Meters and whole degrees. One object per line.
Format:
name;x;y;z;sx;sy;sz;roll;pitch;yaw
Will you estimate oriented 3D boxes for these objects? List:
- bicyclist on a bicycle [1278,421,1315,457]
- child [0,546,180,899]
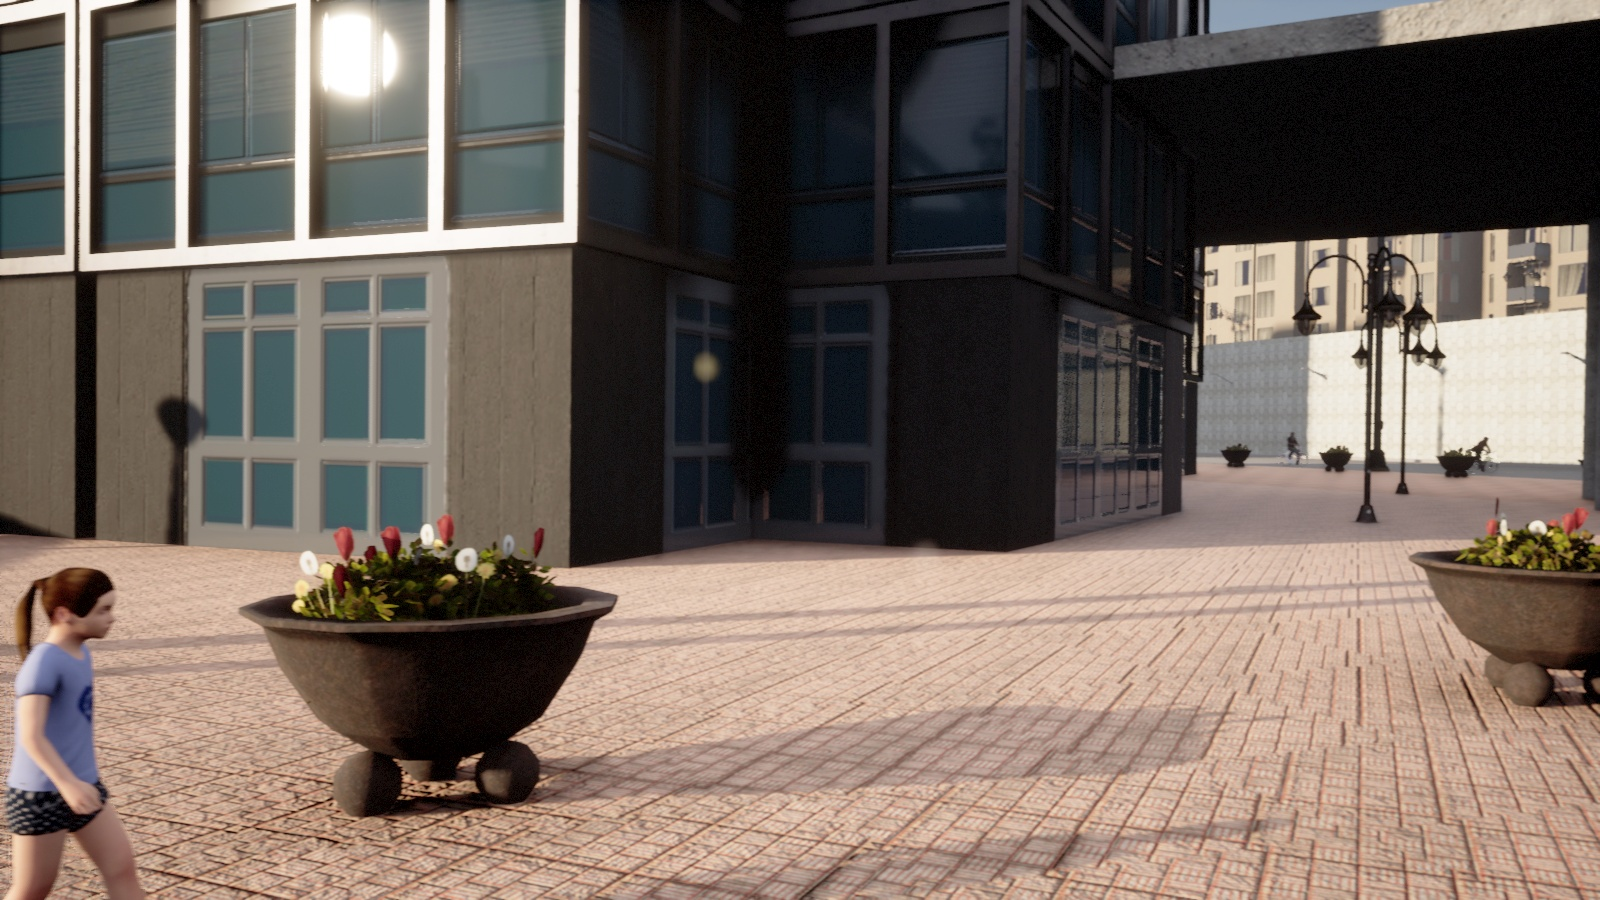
bicyclist on a bicycle;24.551;-0.547;62.124;0.659;1.776;1.843;-1;1;-20
child;-1.807;0.811;3.138;0.394;1.110;0.255;-1;1;-10
